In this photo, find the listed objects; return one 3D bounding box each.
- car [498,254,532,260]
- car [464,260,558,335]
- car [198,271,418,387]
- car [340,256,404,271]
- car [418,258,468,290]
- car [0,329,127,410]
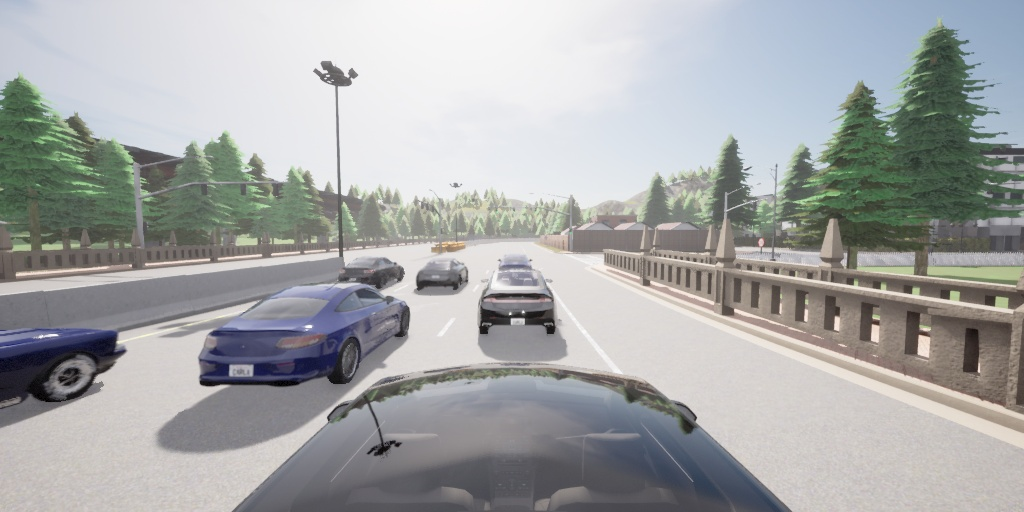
[{"bbox_3d":[0.177,0.589,20.153,1.812,1.442,4.674,0,3,0],"label":"car"},{"bbox_3d":[0.134,1.081,9.981,2.128,1.511,4.902,0,2,0],"label":"car"},{"bbox_3d":[-3.378,1.212,6.787,1.812,1.442,4.674,0,1,0],"label":"car"},{"bbox_3d":[-6.832,0.725,17.745,1.812,1.442,4.674,0,3,0],"label":"car"},{"bbox_3d":[-3.335,0.762,17.727,1.994,1.385,4.181,0,3,0],"label":"car"},{"bbox_3d":[-6.898,1.342,3.349,1.895,1.301,4.718,0,1,0],"label":"car"}]
